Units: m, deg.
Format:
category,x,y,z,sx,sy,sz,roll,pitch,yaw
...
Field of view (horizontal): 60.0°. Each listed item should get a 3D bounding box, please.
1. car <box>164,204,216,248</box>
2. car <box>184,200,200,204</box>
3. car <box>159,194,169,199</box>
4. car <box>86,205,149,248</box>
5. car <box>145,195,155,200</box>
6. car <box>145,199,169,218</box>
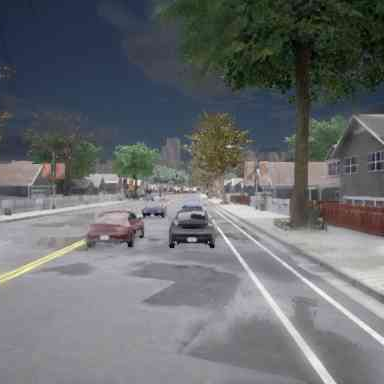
category,x,y,z,sx,sy,sz,roll,pitch,yaw
car,0.000,1.513,14.651,1.837,1.490,4.892,0,0,0
car,0.000,1.480,29.651,1.882,1.535,5.008,0,0,0
car,-6.499,1.335,76.770,2.097,1.767,4.553,0,0,0
car,-3.249,1.529,14.651,1.812,1.442,4.674,0,0,0
car,-9.749,1.480,76.740,1.837,1.490,4.892,0,0,0
car,-3.249,1.611,29.681,1.895,1.301,4.718,0,0,0
